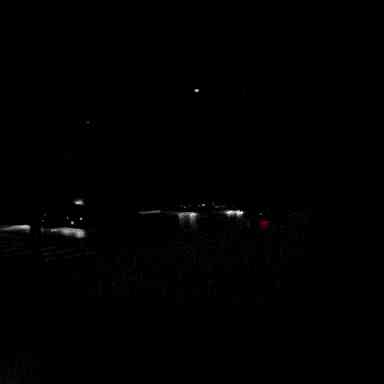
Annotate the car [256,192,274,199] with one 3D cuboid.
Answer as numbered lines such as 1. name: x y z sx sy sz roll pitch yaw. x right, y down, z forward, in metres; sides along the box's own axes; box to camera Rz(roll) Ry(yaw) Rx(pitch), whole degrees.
1. car: 11.001 1.082 51.631 2.150 2.045 5.566 0 0 35

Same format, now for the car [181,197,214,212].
1. car: 0.673 1.387 37.213 1.837 1.490 4.892 0 0 35

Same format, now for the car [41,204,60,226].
1. car: -9.067 1.518 23.470 1.994 1.385 4.181 0 0 35

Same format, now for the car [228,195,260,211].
1. car: 5.861 1.420 38.901 1.994 1.385 4.181 0 0 35

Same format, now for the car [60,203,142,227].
1. car: -5.779 1.489 22.487 2.033 1.411 5.357 0 0 35

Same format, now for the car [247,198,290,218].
1. car: 6.884 1.475 28.775 1.895 1.301 4.718 0 0 36
